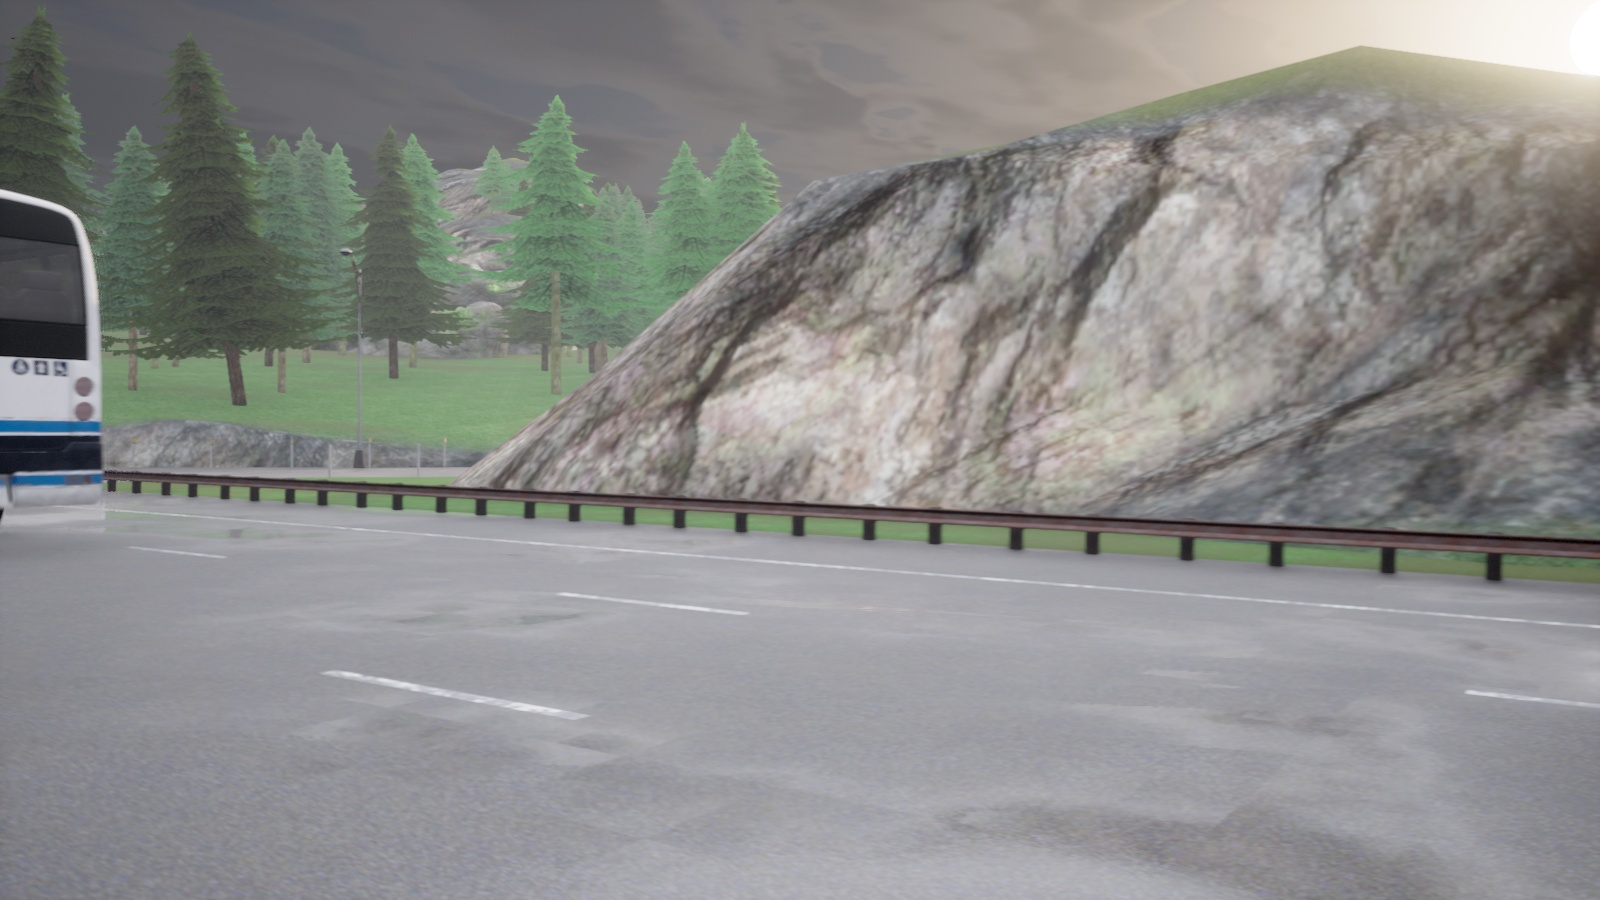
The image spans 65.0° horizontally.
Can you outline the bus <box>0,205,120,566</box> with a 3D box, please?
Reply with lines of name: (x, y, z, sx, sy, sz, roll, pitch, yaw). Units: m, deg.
bus: (-14.027, -0.752, 17.118, 10.273, 4.253, 3.944, 0, 1, 34)
